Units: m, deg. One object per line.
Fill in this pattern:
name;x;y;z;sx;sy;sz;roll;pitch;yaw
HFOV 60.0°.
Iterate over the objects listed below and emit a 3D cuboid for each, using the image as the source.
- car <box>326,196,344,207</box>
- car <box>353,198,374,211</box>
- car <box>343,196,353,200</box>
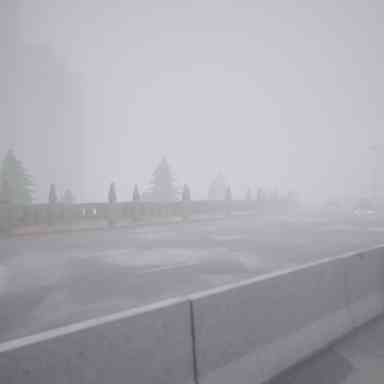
car;22.892;1.740;54.115;2.033;1.411;5.357;-1;0;19
car;22.401;1.615;43.391;1.837;1.490;4.892;0;0;24
car;33.614;1.386;72.191;1.812;1.442;4.674;-1;0;5
